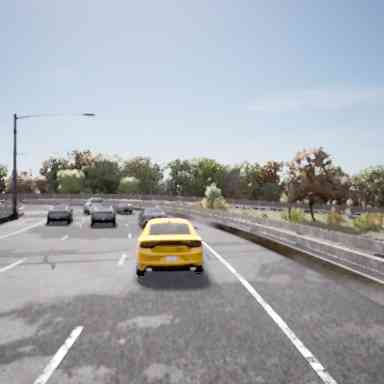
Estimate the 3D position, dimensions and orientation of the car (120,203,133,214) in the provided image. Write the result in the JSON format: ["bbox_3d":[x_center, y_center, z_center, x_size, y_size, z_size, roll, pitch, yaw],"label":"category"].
[{"bbox_3d":[-9.177,2.129,43.783,2.033,1.411,5.357,0,-1,-24],"label":"car"}]

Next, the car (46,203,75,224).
[{"bbox_3d":[-11.167,1.888,28.405,2.128,1.511,4.902,0,-1,-16],"label":"car"}]

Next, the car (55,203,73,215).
[{"bbox_3d":[-16.941,2.175,43.856,1.994,1.385,4.181,0,-1,-24],"label":"car"}]

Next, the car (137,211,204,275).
[{"bbox_3d":[-0.794,1.621,11.125,1.882,1.535,5.008,0,-1,-6],"label":"car"}]

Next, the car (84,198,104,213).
[{"bbox_3d":[-12.648,1.807,43.033,2.150,2.045,5.566,0,-1,-25],"label":"car"}]

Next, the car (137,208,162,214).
[{"bbox_3d":[-3.013,1.873,25.061,2.033,1.411,5.357,0,-1,-13],"label":"car"}]

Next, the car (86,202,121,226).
[{"bbox_3d":[-7.111,1.852,26.780,2.128,1.511,4.902,0,-1,-15],"label":"car"}]

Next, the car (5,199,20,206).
[{"bbox_3d":[-42.201,2.486,78.265,4.553,1.767,2.097,-1,-1,41],"label":"car"}]
